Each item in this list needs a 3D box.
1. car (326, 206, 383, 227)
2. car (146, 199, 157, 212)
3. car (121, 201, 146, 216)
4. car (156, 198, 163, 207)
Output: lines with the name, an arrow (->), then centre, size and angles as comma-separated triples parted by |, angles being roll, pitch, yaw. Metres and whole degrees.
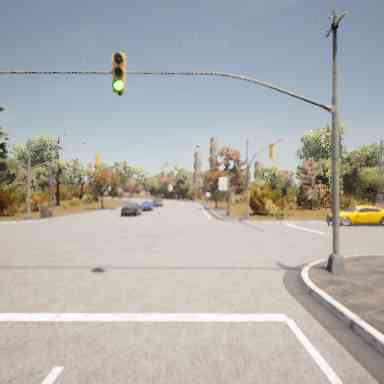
car -> 13.052, 1.833, 25.861 | 5.008, 1.535, 1.882 | 0, -1, -3
car -> -7.012, 2.152, 51.155 | 1.882, 1.535, 5.008 | 0, 0, 0
car -> -7.041, 2.005, 39.030 | 1.882, 1.535, 5.008 | 0, -1, 0
car -> -6.914, 2.080, 66.212 | 2.097, 1.767, 4.553 | 0, 0, 0
